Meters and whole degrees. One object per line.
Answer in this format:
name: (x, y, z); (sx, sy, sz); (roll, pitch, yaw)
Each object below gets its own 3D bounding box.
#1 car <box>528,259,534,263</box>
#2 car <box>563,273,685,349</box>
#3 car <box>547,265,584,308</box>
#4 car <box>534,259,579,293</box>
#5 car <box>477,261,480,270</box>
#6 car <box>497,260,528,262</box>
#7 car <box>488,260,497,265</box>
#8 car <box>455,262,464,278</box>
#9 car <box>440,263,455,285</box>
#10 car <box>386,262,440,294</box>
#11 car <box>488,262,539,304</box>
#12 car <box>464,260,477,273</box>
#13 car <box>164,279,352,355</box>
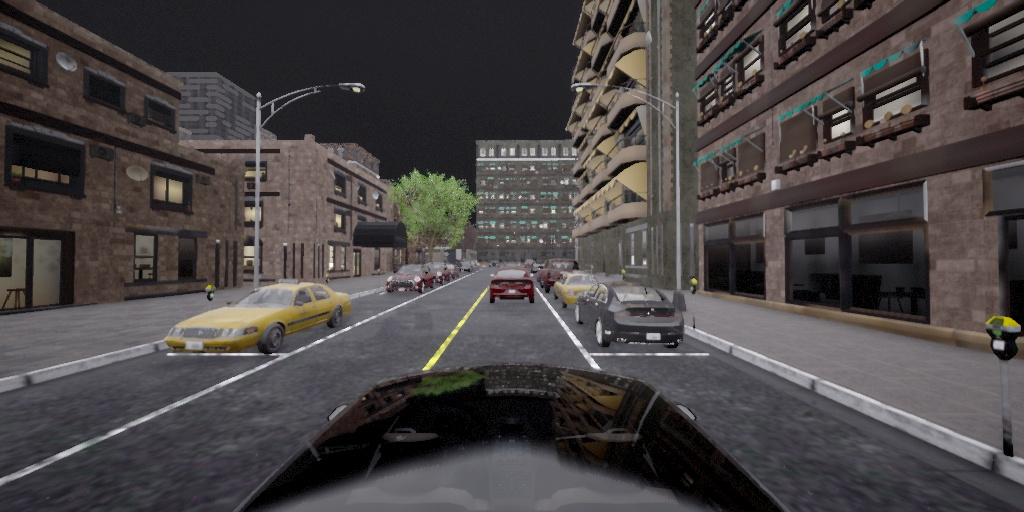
car: (2.691, 1.332, 37.449); (1.948, 1.339, 4.313); (0, 0, 0)
car: (2.691, 1.300, 9.016); (2.007, 1.370, 4.403); (0, 0, 0)
car: (2.691, 1.277, 14.872); (1.751, 1.417, 4.829); (0, 0, 0)
car: (2.691, 1.070, 20.390); (2.192, 1.841, 5.009); (0, 0, 0)
car: (-5.657, 1.325, 48.765); (2.007, 1.370, 4.403); (0, 0, 0)
car: (0.000, 1.258, 31.505); (2.128, 1.511, 4.902); (0, 0, 0)
car: (-3.000, 1.388, 62.509); (1.994, 1.385, 4.181); (0, 0, 0)
car: (-5.657, 1.343, 31.704); (1.802, 1.307, 4.207); (0, 0, 0)
car: (-5.657, 1.198, 26.018); (1.967, 1.591, 4.097); (0, 0, 0)
car: (-5.657, 1.194, 20.330); (1.967, 1.591, 4.097); (0, 0, 0)
car: (0.000, 1.239, 16.502); (1.882, 1.535, 5.008); (0, 0, 0)
car: (-5.657, 1.336, 43.077); (1.948, 1.339, 4.313); (0, 0, 0)
car: (-5.657, 1.275, 8.788); (1.751, 1.417, 4.829); (0, 0, 0)
